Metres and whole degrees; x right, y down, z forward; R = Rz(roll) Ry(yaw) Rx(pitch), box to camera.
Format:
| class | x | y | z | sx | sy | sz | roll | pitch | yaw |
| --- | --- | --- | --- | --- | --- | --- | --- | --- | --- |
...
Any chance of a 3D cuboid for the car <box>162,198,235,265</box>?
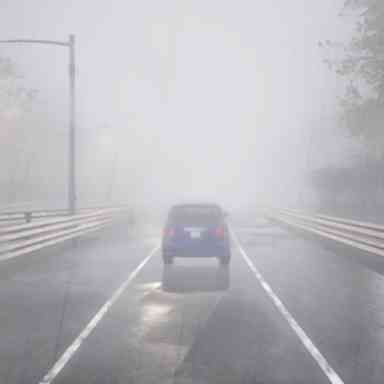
| class | x | y | z | sx | sy | sz | roll | pitch | yaw |
| --- | --- | --- | --- | --- | --- | --- | --- | --- | --- |
| car | 0.216 | 1.332 | 12.290 | 2.150 | 2.045 | 5.566 | 0 | 0 | 3 |
